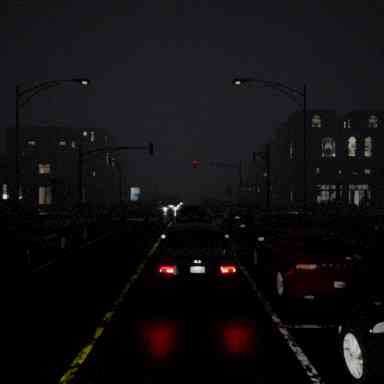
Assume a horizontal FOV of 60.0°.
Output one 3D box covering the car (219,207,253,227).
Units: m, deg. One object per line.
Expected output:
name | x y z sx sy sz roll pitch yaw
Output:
car | 2.667 1.552 19.637 2.008 1.369 4.403 0 0 0

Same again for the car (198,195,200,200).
car | 2.607 1.587 63.069 1.802 1.307 4.206 0 0 0

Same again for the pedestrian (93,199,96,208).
pedestrian | -12.611 1.413 43.151 0.375 1.300 0.375 0 -1 1

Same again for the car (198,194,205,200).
car | 2.570 1.454 90.680 1.967 1.590 4.097 0 0 0

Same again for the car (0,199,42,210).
car | -18.419 1.467 34.497 5.357 1.411 2.033 0 0 1

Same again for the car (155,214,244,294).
car | 0.092 1.548 8.934 2.033 1.411 5.357 0 0 0

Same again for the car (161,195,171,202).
car | -5.788 1.448 74.116 1.967 1.590 4.097 0 0 0

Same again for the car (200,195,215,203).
car | 2.622 1.570 52.027 1.947 1.339 4.313 0 0 0

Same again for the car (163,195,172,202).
car | -5.796 1.535 79.469 1.752 1.417 4.829 0 0 0

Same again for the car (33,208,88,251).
car | -5.706 1.551 13.951 2.008 1.369 4.403 0 0 0

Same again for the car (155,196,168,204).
car | -5.774 1.556 63.072 2.008 1.369 4.403 0 0 0

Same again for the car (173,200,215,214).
car | 0.073 1.479 19.399 1.882 1.535 5.008 0 0 0

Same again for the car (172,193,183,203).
car | -3.100 1.233 72.077 2.150 2.045 5.566 0 0 0

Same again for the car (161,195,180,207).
car | -3.179 1.529 51.070 1.812 1.442 4.674 0 0 1

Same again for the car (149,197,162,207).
car | -5.758 1.586 52.029 1.802 1.307 4.206 0 0 0

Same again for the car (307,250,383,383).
car | 2.690 1.551 2.561 2.008 1.369 4.403 0 0 0

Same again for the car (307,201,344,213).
car | 14.759 1.652 37.230 4.181 1.385 1.994 0 0 1

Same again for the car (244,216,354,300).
car | 2.682 1.545 8.253 1.887 1.381 4.507 0 0 0

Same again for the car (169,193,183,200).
car | -3.151 1.497 61.422 2.128 1.511 4.902 0 0 0

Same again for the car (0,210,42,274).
car | -5.698 1.440 8.258 1.967 1.590 4.097 0 0 0
